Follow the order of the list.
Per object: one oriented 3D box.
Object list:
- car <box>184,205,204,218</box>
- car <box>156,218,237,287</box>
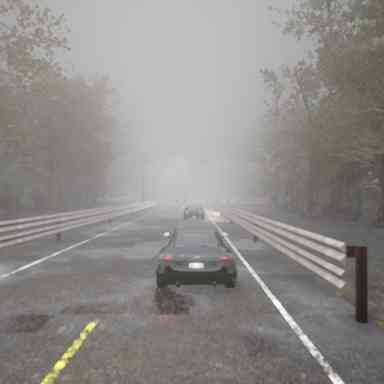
[{"bbox_3d":[0.190,1.926,31.804,1.895,1.301,4.718,0,-1,0],"label":"car"},{"bbox_3d":[0.112,1.664,9.594,1.994,1.385,4.181,0,-1,0],"label":"car"}]
